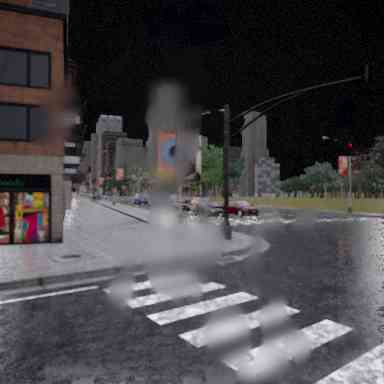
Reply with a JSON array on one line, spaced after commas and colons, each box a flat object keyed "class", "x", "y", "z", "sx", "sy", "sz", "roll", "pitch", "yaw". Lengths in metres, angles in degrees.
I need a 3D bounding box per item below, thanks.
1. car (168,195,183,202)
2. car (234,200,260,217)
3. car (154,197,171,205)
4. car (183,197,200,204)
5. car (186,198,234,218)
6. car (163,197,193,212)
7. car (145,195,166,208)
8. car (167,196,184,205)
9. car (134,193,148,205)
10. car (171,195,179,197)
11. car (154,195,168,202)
[{"class": "car", "x": -3.615, "y": 1.424, "z": 73.084, "sx": 1.882, "sy": 1.535, "sz": 5.008, "roll": 0, "pitch": 0, "yaw": -20}, {"class": "car", "x": 4.616, "y": 1.519, "z": 31.940, "sx": 1.882, "sy": 1.535, "sz": 5.008, "roll": 0, "pitch": 0, "yaw": -21}, {"class": "car", "x": -5.312, "y": 1.594, "z": 58.753, "sx": 1.994, "sy": 1.385, "sz": 4.181, "roll": 0, "pitch": 0, "yaw": -20}, {"class": "car", "x": -0.165, "y": 1.646, "z": 63.770, "sx": 1.895, "sy": 1.301, "sz": 4.718, "roll": 0, "pitch": 0, "yaw": -20}, {"class": "car", "x": 1.544, "y": 1.581, "z": 30.800, "sx": 2.033, "sy": 1.411, "sz": 5.357, "roll": 0, "pitch": 0, "yaw": -20}, {"class": "car", "x": -1.658, "y": 1.593, "z": 39.437, "sx": 1.994, "sy": 1.385, "sz": 4.181, "roll": 0, "pitch": 0, "yaw": -20}, {"class": "car", "x": -5.119, "y": 1.589, "z": 48.796, "sx": 1.994, "sy": 1.385, "sz": 4.181, "roll": 0, "pitch": 0, "yaw": -21}, {"class": "car", "x": -3.203, "y": 1.563, "z": 62.613, "sx": 1.812, "sy": 1.442, "sz": 4.674, "roll": 0, "pitch": 0, "yaw": -20}, {"class": "car", "x": -8.773, "y": 1.243, "z": 58.782, "sx": 2.150, "sy": 2.045, "sz": 5.566, "roll": 0, "pitch": 0, "yaw": -20}, {"class": "car", "x": -1.883, "y": 1.580, "z": 49.415, "sx": 2.033, "sy": 1.411, "sz": 5.357, "roll": 0, "pitch": 0, "yaw": -20}, {"class": "car", "x": -6.663, "y": 1.438, "z": 71.956, "sx": 1.837, "sy": 1.490, "sz": 4.892, "roll": 0, "pitch": 0, "yaw": -20}]
